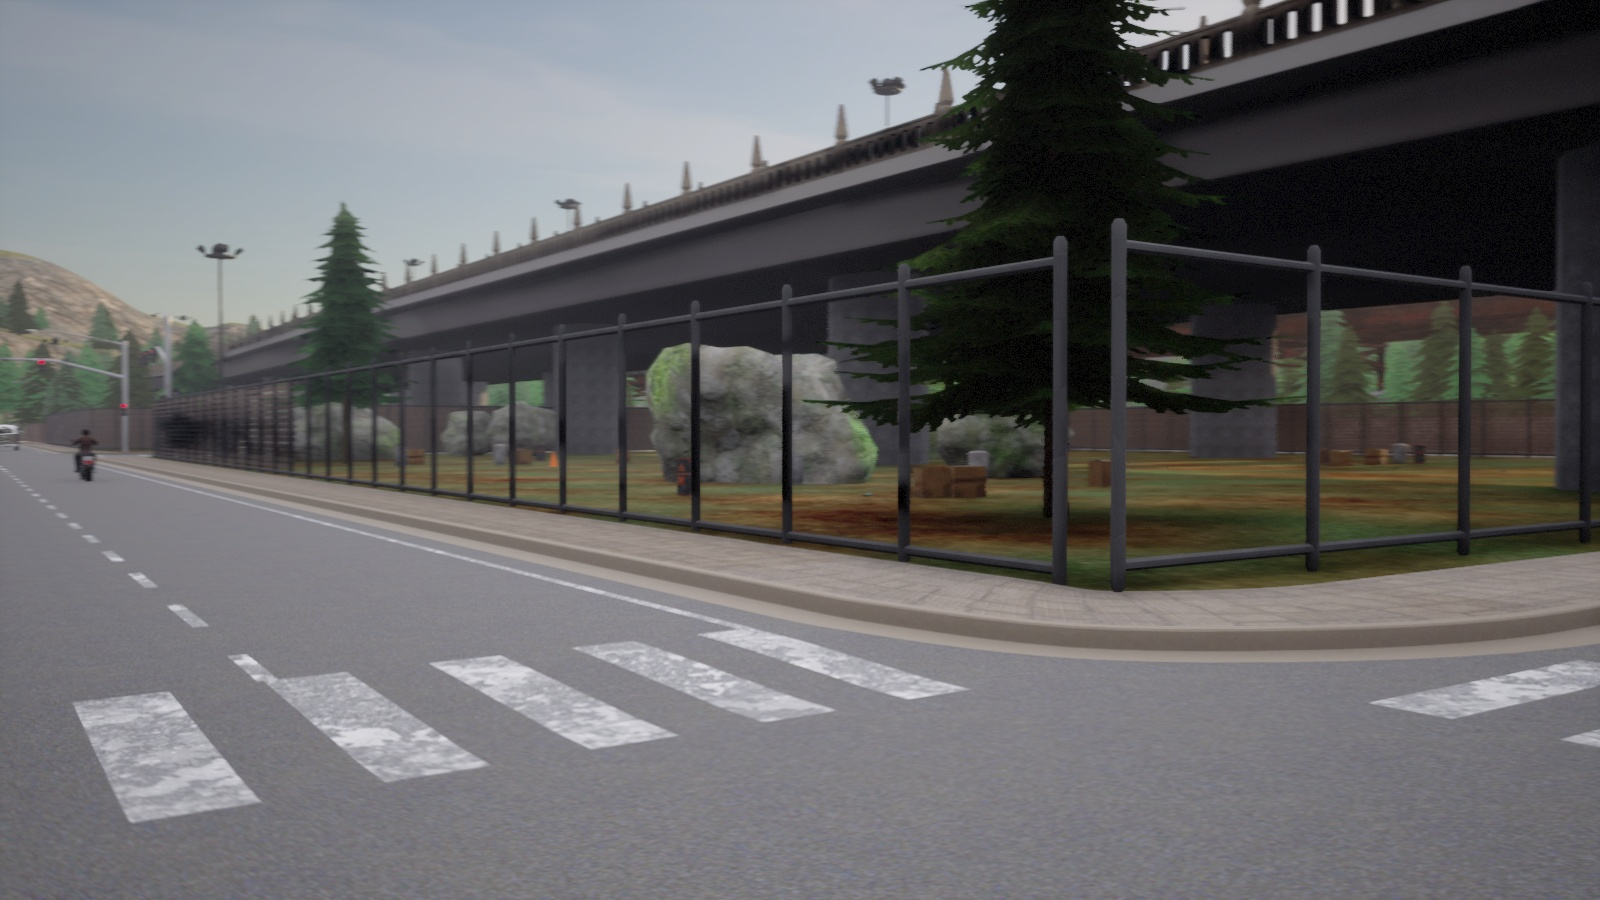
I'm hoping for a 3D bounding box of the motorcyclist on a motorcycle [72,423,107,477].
[{"bbox_3d":[-22.283,-0.015,39.368,0.766,1.649,2.350,0,1,-34],"label":"motorcyclist on a motorcycle"}]
